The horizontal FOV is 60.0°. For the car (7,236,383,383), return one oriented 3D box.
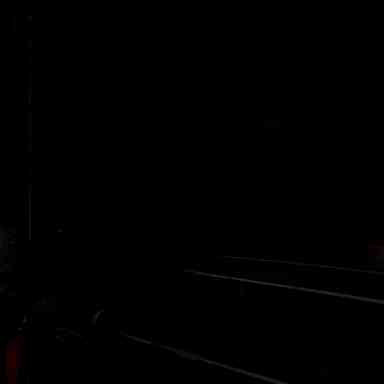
[{"bbox_3d":[0.573,1.315,2.666,5.009,1.841,2.192,0,0,35],"label":"car"}]
